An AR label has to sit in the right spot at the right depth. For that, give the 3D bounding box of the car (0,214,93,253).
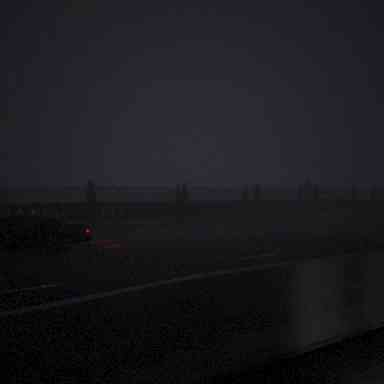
[{"bbox_3d":[-6.447,1.513,12.124,5.357,1.411,2.033,0,0,-34],"label":"car"}]
